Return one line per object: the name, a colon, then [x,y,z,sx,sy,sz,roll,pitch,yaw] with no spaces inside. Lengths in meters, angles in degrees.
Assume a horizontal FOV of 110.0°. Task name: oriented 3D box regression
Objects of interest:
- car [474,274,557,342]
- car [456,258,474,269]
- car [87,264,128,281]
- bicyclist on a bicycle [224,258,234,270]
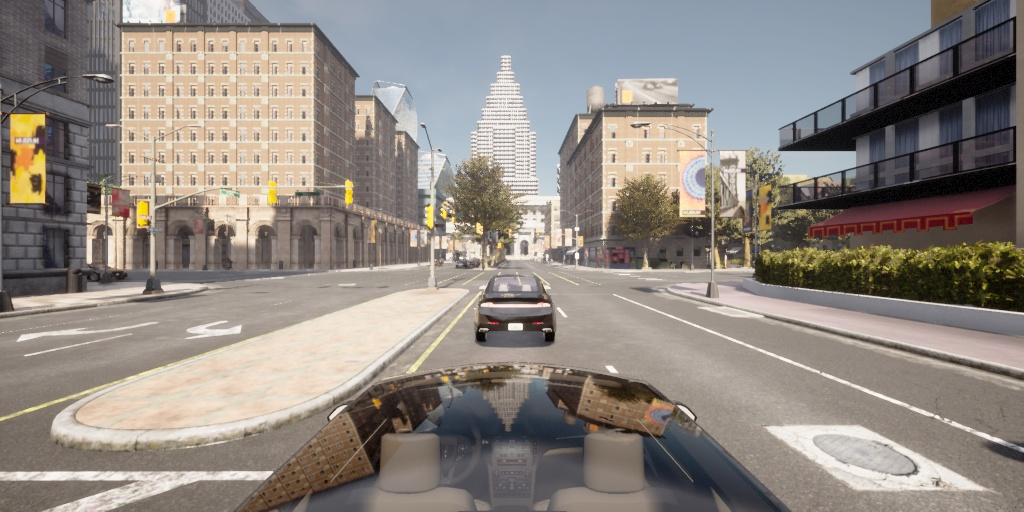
car: [0.082,1.241,9.778,2.128,1.511,4.902,0,0,0]
car: [-8.002,1.241,58.527,2.128,1.511,4.902,0,0,0]
car: [-34.159,1.314,29.234,4.181,1.385,1.994,0,0,0]
bicyclist on a bicycle: [-37.237,1.050,47.188,0.582,1.620,1.656,0,0,0]
